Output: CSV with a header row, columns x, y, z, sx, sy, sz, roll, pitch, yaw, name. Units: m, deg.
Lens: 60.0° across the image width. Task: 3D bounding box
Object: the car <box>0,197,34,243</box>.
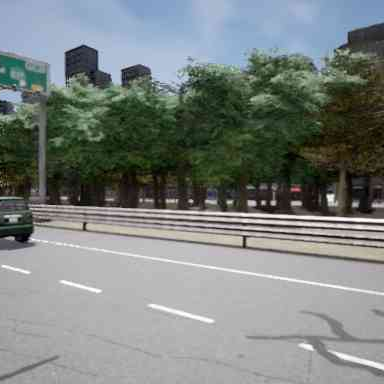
x,y,z,sx,sy,sz,roll,pitch,yaw,name
-9.270,1.221,14.786,5.566,2.045,2.150,0,0,36,car
